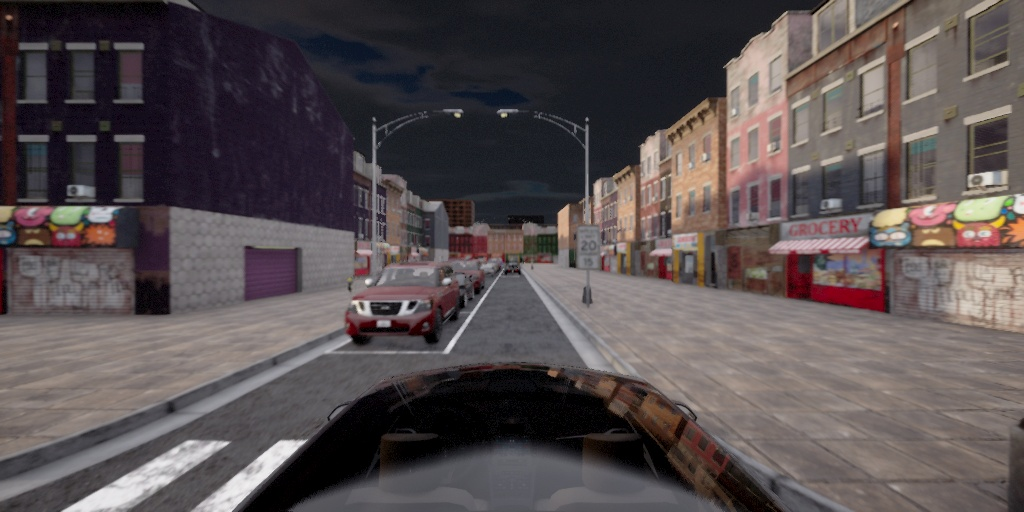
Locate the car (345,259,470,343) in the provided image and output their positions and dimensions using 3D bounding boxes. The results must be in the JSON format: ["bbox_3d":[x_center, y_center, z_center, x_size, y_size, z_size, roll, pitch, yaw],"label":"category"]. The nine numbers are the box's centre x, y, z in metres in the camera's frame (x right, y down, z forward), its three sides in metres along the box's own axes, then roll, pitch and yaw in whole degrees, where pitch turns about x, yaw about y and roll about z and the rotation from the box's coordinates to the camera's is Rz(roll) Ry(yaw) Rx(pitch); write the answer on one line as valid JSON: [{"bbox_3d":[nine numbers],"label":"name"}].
[{"bbox_3d":[-2.640,1.085,9.907,2.192,1.841,5.009,0,0,0],"label":"car"}]

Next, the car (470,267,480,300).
[{"bbox_3d":[-2.641,1.351,15.333,1.948,1.339,4.313,0,0,0],"label":"car"}]

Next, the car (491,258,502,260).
[{"bbox_3d":[-2.645,1.227,53.321,2.192,1.841,5.009,0,0,0],"label":"car"}]

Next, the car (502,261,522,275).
[{"bbox_3d":[0.096,1.373,40.754,1.837,1.490,4.892,0,0,0],"label":"car"}]

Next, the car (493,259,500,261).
[{"bbox_3d":[-2.644,1.398,42.298,1.751,1.417,4.829,0,0,0],"label":"car"}]

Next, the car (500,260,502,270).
[{"bbox_3d":[-2.644,1.458,47.895,1.948,1.339,4.313,0,0,0],"label":"car"}]

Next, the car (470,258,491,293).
[{"bbox_3d":[-2.641,1.116,20.761,2.192,1.841,5.009,0,0,0],"label":"car"}]

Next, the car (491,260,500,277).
[{"bbox_3d":[-2.643,1.405,37.041,2.007,1.370,4.403,0,0,0],"label":"car"}]
